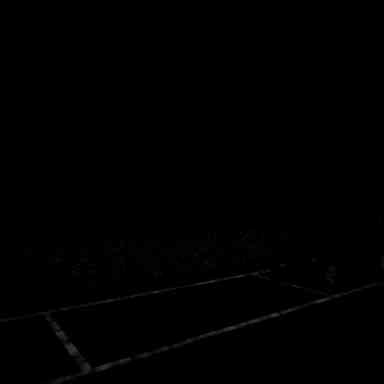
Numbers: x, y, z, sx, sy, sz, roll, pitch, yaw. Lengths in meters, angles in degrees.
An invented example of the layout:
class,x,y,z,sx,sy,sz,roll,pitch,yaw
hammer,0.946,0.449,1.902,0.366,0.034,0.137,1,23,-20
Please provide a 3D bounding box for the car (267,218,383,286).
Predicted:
class,x,y,z,sx,sy,sz,roll,pitch,yaw
car,4.124,1.630,9.700,4.507,1.381,1.887,1,0,-36

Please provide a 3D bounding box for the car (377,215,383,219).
class,x,y,z,sx,sy,sz,roll,pitch,yaw
car,8.705,1.454,12.968,5.009,1.841,2.192,1,0,-36
